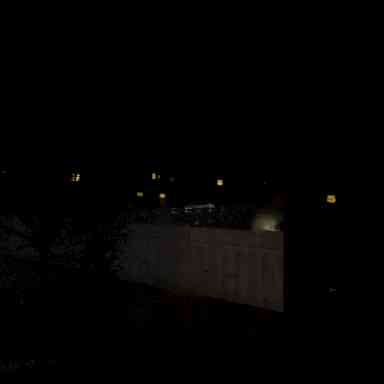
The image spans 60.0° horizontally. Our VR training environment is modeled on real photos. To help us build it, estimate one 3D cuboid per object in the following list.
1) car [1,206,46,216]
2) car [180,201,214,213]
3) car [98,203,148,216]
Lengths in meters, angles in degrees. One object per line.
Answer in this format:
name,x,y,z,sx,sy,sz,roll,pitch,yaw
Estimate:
car,-12.953,1.668,23.277,2.033,1.411,5.357,3,2,38
car,0.654,1.742,38.560,4.674,1.442,1.812,1,2,-43
car,-6.539,1.697,31.159,2.033,1.411,5.357,3,2,41
